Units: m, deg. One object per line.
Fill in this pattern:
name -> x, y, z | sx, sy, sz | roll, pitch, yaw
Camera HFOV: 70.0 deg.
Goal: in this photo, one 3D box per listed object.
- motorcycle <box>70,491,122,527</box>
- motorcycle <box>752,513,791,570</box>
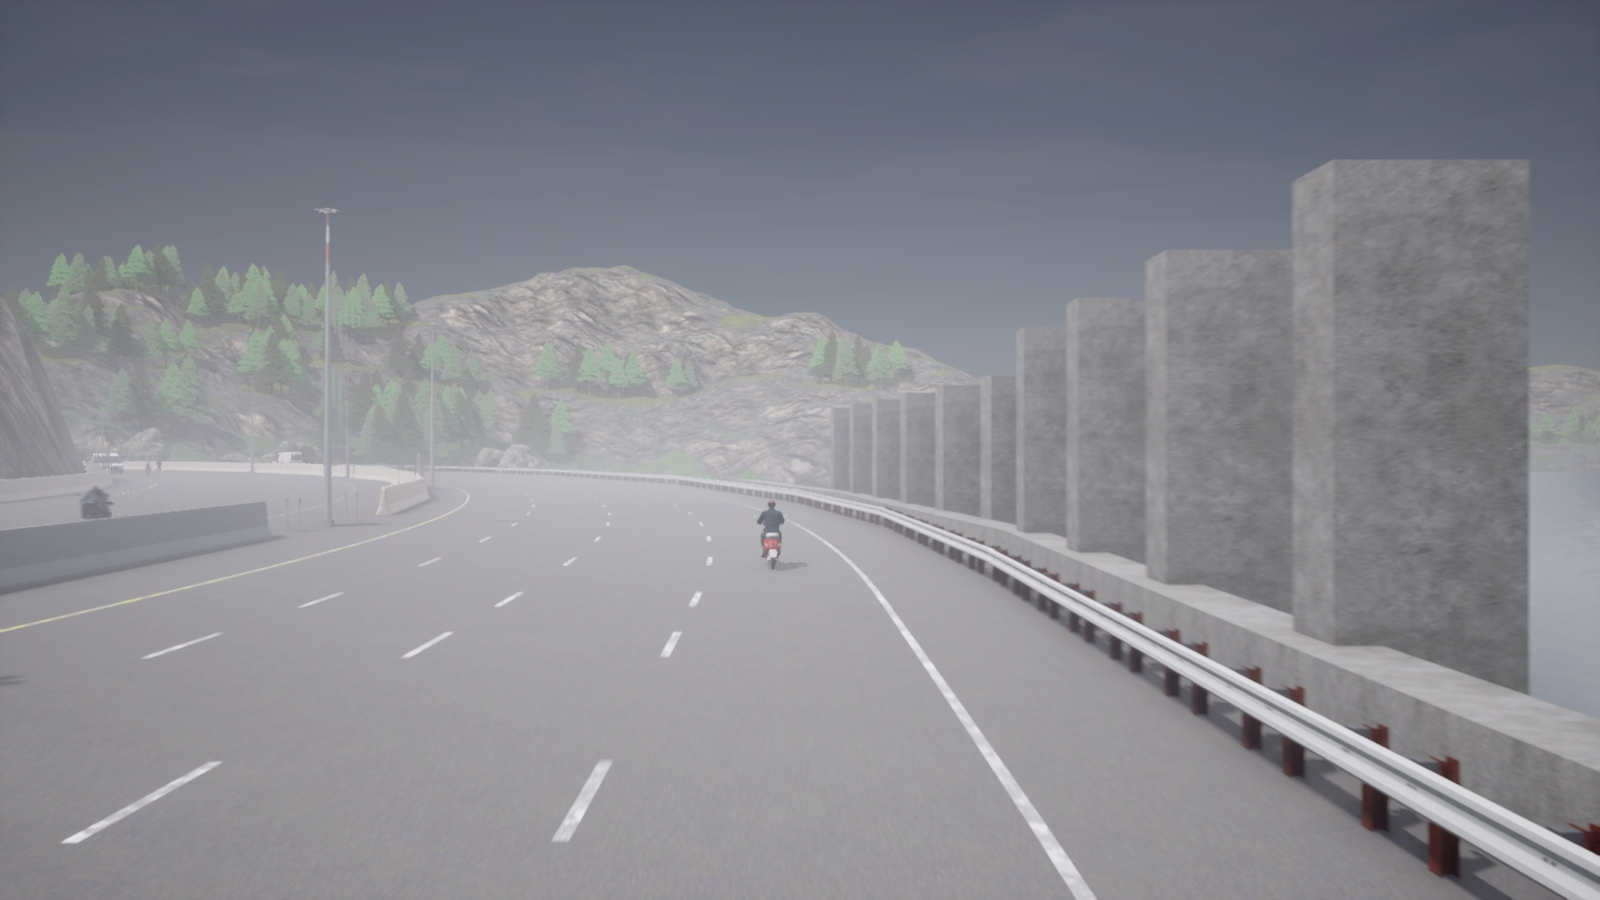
motorcycle -> -26.641, 2.217, 43.288 | 0.867, 1.251, 2.209 | -1, 0, -9
motorcycle -> -0.694, 2.183, 27.543 | 0.856, 1.236, 1.805 | 0, 0, -4
